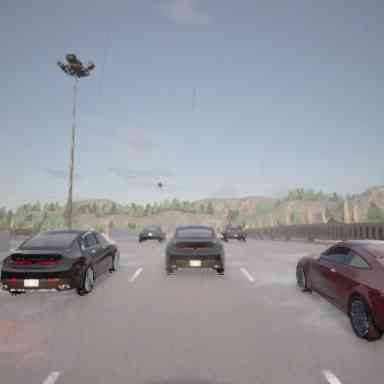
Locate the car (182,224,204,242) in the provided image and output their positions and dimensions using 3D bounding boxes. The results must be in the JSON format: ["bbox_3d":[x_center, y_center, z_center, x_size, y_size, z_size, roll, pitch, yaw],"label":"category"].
[{"bbox_3d":[0.082,3.732,30.247,1.882,1.535,5.008,0,-7,0],"label":"car"}]

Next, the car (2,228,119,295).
[{"bbox_3d":[-3.405,1.802,9.489,1.837,1.490,4.892,0,-3,0],"label":"car"}]

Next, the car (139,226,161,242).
[{"bbox_3d":[-3.418,3.698,29.301,1.994,1.385,4.181,0,-7,0],"label":"car"}]

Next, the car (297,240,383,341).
[{"bbox_3d":[3.597,1.698,6.676,1.812,1.442,4.674,0,-2,0],"label":"car"}]

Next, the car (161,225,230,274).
[{"bbox_3d":[0.093,1.941,11.954,1.837,1.490,4.892,0,-4,0],"label":"car"}]

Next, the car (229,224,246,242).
[{"bbox_3d":[3.582,3.658,29.553,2.128,1.511,4.902,0,-7,0],"label":"car"}]
